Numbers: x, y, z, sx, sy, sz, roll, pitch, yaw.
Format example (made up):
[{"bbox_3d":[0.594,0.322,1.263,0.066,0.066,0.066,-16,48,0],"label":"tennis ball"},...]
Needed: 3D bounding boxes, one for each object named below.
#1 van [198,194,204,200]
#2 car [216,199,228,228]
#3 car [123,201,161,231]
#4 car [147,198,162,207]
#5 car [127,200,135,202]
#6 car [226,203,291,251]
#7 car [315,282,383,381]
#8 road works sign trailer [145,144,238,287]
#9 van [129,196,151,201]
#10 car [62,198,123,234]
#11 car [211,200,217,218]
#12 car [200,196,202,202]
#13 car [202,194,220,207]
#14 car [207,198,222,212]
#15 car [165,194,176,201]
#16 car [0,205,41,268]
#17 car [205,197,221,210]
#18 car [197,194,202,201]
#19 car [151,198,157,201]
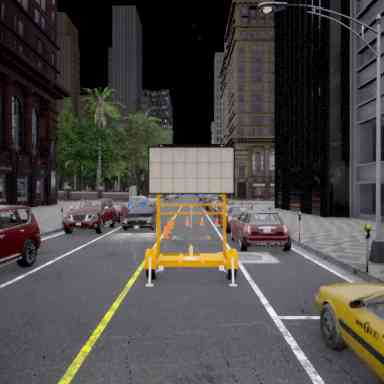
[{"bbox_3d":[2.601,1.341,94.731,1.690,1.788,3.998,0,0,0],"label":"van"},{"bbox_3d":[2.726,1.441,19.483,1.967,1.590,4.097,0,0,0],"label":"car"},{"bbox_3d":[-3.035,1.549,20.877,2.033,1.411,5.357,0,0,0],"label":"car"},{"bbox_3d":[-5.853,1.593,52.037,1.802,1.307,4.206,0,0,0],"label":"car"},{"bbox_3d":[-5.808,1.548,24.906,1.887,1.381,4.507,0,0,0],"label":"car"},{"bbox_3d":[2.735,1.440,14.057,1.967,1.590,4.097,0,0,0],"label":"car"},{"bbox_3d":[2.753,1.525,3.378,1.752,1.417,4.829,0,0,0],"label":"car"},{"bbox_3d":[-0.016,0.464,9.327,2.380,3.560,2.880,0,0,0],"label":"road works sign trailer"},{"bbox_3d":[-5.827,1.349,35.758,1.690,1.788,3.998,0,0,0],"label":"van"},{"bbox_3d":[-5.800,1.317,19.480,2.192,1.841,5.009,0,0,0],"label":"car"},{"bbox_3d":[2.716,1.548,24.908,1.887,1.381,4.507,0,0,0],"label":"car"},{"bbox_3d":[2.672,1.576,52.033,1.947,1.339,4.313,0,0,0],"label":"car"},{"bbox_3d":[2.689,1.324,41.183,2.192,1.841,5.009,0,0,0],"label":"car"},{"bbox_3d":[2.708,1.556,30.332,2.008,1.369,4.403,0,0,0],"label":"car"},{"bbox_3d":[-5.906,1.556,83.896,2.008,1.369,4.403,0,0,0],"label":"car"},{"bbox_3d":[-5.782,1.315,8.628,2.192,1.841,5.009,0,0,0],"label":"car"},{"bbox_3d":[2.699,1.533,35.928,1.752,1.417,4.829,0,0,0],"label":"car"},{"bbox_3d":[2.629,1.573,78.470,1.947,1.339,4.313,0,0,0],"label":"car"},{"bbox_3d":[-5.836,1.449,41.185,1.967,1.590,4.097,0,0,0],"label":"car"}]
